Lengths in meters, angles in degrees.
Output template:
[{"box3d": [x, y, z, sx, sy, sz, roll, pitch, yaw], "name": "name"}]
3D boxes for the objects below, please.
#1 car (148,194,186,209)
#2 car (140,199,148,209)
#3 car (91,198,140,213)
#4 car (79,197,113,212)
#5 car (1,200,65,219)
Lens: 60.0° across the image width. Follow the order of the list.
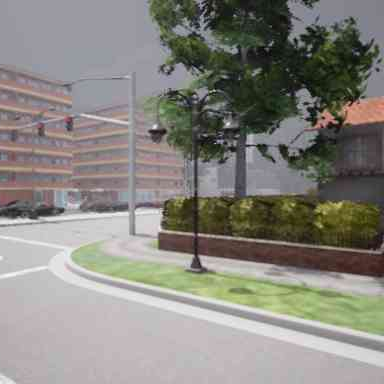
[{"box3d": [-2.829, 1.247, 44.510, 2.150, 2.045, 5.566, 0, 0, 36], "name": "car"}, {"box3d": [-5.764, 1.629, 46.427, 1.895, 1.301, 4.718, 0, 0, 36], "name": "car"}, {"box3d": [-8.394, 1.624, 36.857, 1.895, 1.301, 4.718, 0, 0, 36], "name": "car"}, {"box3d": [-11.008, 1.381, 39.203, 2.097, 1.767, 4.553, 0, 0, 35], "name": "car"}, {"box3d": [-13.795, 1.627, 29.453, 1.895, 1.301, 4.718, 0, 0, 33], "name": "car"}]
